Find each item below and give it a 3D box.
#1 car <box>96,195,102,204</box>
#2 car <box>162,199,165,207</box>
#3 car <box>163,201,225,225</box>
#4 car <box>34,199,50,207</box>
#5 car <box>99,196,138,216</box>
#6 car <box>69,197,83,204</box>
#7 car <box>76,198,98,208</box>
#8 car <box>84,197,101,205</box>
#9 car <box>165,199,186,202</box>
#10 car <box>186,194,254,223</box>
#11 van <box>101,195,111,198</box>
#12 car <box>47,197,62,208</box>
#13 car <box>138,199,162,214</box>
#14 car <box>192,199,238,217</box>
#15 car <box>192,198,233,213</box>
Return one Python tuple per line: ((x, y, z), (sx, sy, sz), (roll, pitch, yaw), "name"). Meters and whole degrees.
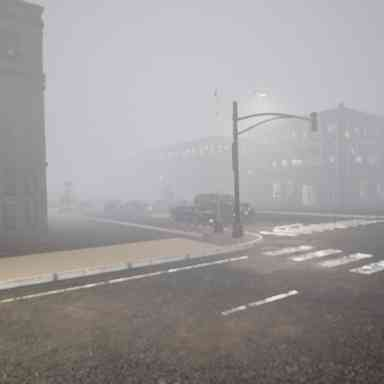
((-17.092, 1.543, 62.893), (2.192, 1.841, 5.009), (-3, 1, -35), "car")
((-4.270, 1.570, 44.839), (1.802, 1.307, 4.206), (-3, 1, -35), "car")
((0.032, 1.570, 24.086), (1.947, 1.339, 4.313), (-3, 1, -35), "car")
((-30.320, 2.126, 67.075), (2.008, 1.369, 4.403), (-3, 1, -35), "car")
((-7.903, 1.598, 35.472), (1.967, 1.590, 4.097), (-3, 1, -35), "car")
((-26.692, 1.966, 76.439), (1.947, 1.339, 4.313), (-3, 1, -35), "car")
((-17.267, 1.907, 53.342), (1.895, 1.301, 4.718), (-2, 1, -35), "car")
((-20.286, 1.830, 67.410), (1.887, 1.381, 4.507), (-3, 1, -35), "car")
((-1.068, 1.508, 40.325), (1.802, 1.307, 4.206), (-3, 1, -35), "car")
((2.229, 1.150, 25.670), (2.150, 2.045, 5.566), (-2, 0, -35), "car")
((-13.888, 1.510, 58.379), (1.690, 1.788, 3.998), (-3, 1, -35), "van")
((-23.816, 1.983, 57.906), (1.752, 1.417, 4.829), (-3, 1, -35), "car")
((-5.850, 1.575, 37.068), (2.128, 1.511, 4.902), (-2, 1, -36), "car")
((2.081, 1.420, 31.435), (1.812, 1.442, 4.674), (-2, 0, -35), "car")
((2.134, 1.415, 35.810), (2.008, 1.369, 4.403), (-3, 1, -35), "car")
